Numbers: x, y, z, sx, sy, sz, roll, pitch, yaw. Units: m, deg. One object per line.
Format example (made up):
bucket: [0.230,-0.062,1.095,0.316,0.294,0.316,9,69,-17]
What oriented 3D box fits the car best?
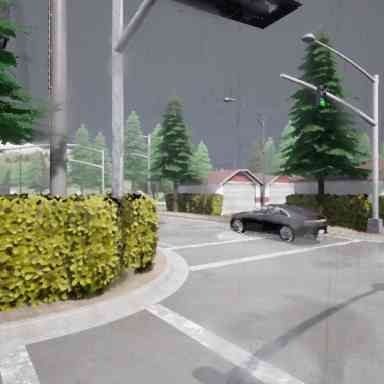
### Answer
car: [3.830,1.334,15.422,2.128,1.511,4.902,0,1,-36]
